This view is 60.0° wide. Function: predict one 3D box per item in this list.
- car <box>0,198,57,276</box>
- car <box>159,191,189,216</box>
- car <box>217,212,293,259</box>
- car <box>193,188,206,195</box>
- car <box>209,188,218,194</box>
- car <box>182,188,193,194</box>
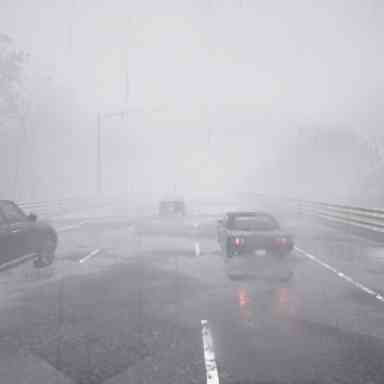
[{"bbox_3d":[-5.066,1.111,7.499,2.150,2.045,5.566,-1,1,0],"label":"car"},{"bbox_3d":[-1.446,0.981,26.341,1.882,1.535,5.008,-1,1,1],"label":"car"},{"bbox_3d":[1.913,1.353,11.542,1.895,1.301,4.718,-1,1,0],"label":"car"},{"bbox_3d":[1.852,-0.011,85.901,1.895,1.301,4.718,0,1,5],"label":"car"},{"bbox_3d":[5.403,-0.289,86.331,2.097,1.767,4.553,0,1,5],"label":"car"},{"bbox_3d":[-1.676,-0.033,85.756,2.033,1.411,5.357,0,1,5],"label":"car"}]
